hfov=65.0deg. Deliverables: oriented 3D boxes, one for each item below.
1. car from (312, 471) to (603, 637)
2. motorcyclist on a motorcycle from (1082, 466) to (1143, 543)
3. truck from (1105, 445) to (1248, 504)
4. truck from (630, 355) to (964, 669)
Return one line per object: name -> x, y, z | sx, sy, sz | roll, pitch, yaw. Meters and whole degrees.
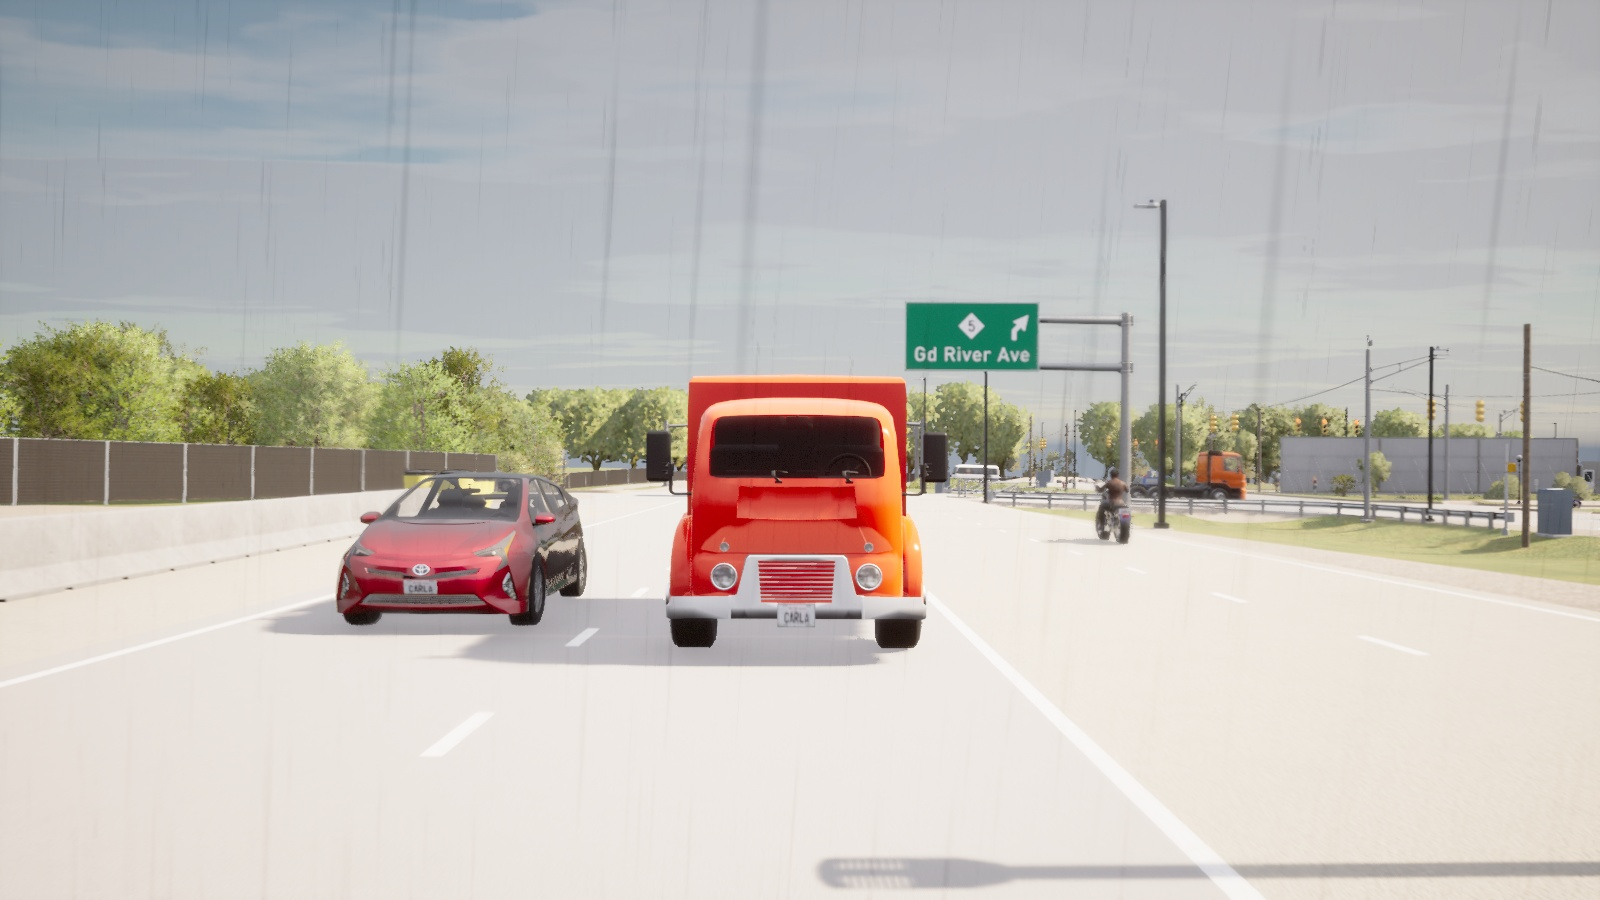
car -> -3.532, 1.002, 13.926 | 2.007, 1.525, 4.514 | 0, -1, 0
motorcyclist on a motorcycle -> 6.935, 1.185, 27.977 | 0.766, 1.649, 2.350 | 0, -1, 0
truck -> 23.322, 1.531, 78.041 | 7.936, 3.462, 2.891 | 1, -1, -1
truck -> -0.031, 0.533, 12.523 | 2.627, 2.467, 5.204 | 0, -1, 0
